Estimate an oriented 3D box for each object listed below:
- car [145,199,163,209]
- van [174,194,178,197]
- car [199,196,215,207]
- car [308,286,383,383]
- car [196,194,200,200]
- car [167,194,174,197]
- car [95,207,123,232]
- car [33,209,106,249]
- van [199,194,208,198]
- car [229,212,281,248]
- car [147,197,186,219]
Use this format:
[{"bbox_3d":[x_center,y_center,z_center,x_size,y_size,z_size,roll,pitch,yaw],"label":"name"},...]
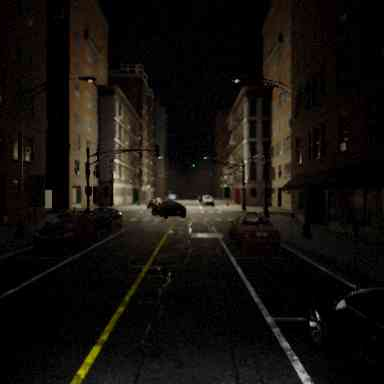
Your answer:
[{"bbox_3d":[-5.385,1.687,47.260,2.008,1.369,4.403,0,0,0],"label":"car"},{"bbox_3d":[-5.421,1.600,90.510,1.690,1.788,3.998,0,0,0],"label":"van"},{"bbox_3d":[2.645,1.702,52.667,2.008,1.369,4.403,0,0,0],"label":"car"},{"bbox_3d":[2.638,1.577,3.341,1.947,1.339,4.313,0,0,0],"label":"car"},{"bbox_3d":[2.653,1.527,74.292,2.192,1.841,5.009,0,0,0],"label":"car"},{"bbox_3d":[-5.403,1.637,68.885,1.967,1.590,4.097,0,0,0],"label":"car"},{"bbox_3d":[-5.385,1.612,20.384,2.008,1.369,4.403,0,0,0],"label":"car"},{"bbox_3d":[-5.386,1.626,14.703,1.802,1.307,4.206,0,0,0],"label":"car"},{"bbox_3d":[2.647,1.508,58.073,1.690,1.788,3.998,0,0,0],"label":"van"},{"bbox_3d":[2.639,1.570,14.873,1.752,1.417,4.829,0,0,0],"label":"car"},{"bbox_3d":[-2.202,1.557,30.208,1.882,1.535,5.008,0,0,-25],"label":"car"}]
